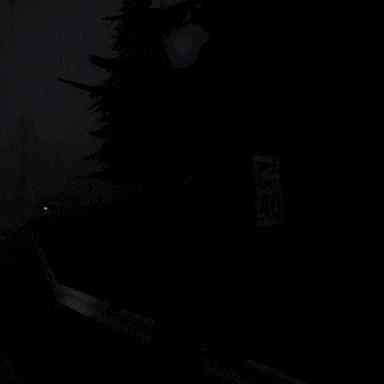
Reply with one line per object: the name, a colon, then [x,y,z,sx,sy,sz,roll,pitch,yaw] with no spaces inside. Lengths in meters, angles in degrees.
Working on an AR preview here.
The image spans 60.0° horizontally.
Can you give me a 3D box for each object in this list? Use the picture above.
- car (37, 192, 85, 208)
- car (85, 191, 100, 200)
car: [-10.812,0.871,27.138,1.837,1.490,4.892,-4,2,2]
car: [-13.194,0.613,42.270,1.994,1.385,4.181,-4,2,6]
